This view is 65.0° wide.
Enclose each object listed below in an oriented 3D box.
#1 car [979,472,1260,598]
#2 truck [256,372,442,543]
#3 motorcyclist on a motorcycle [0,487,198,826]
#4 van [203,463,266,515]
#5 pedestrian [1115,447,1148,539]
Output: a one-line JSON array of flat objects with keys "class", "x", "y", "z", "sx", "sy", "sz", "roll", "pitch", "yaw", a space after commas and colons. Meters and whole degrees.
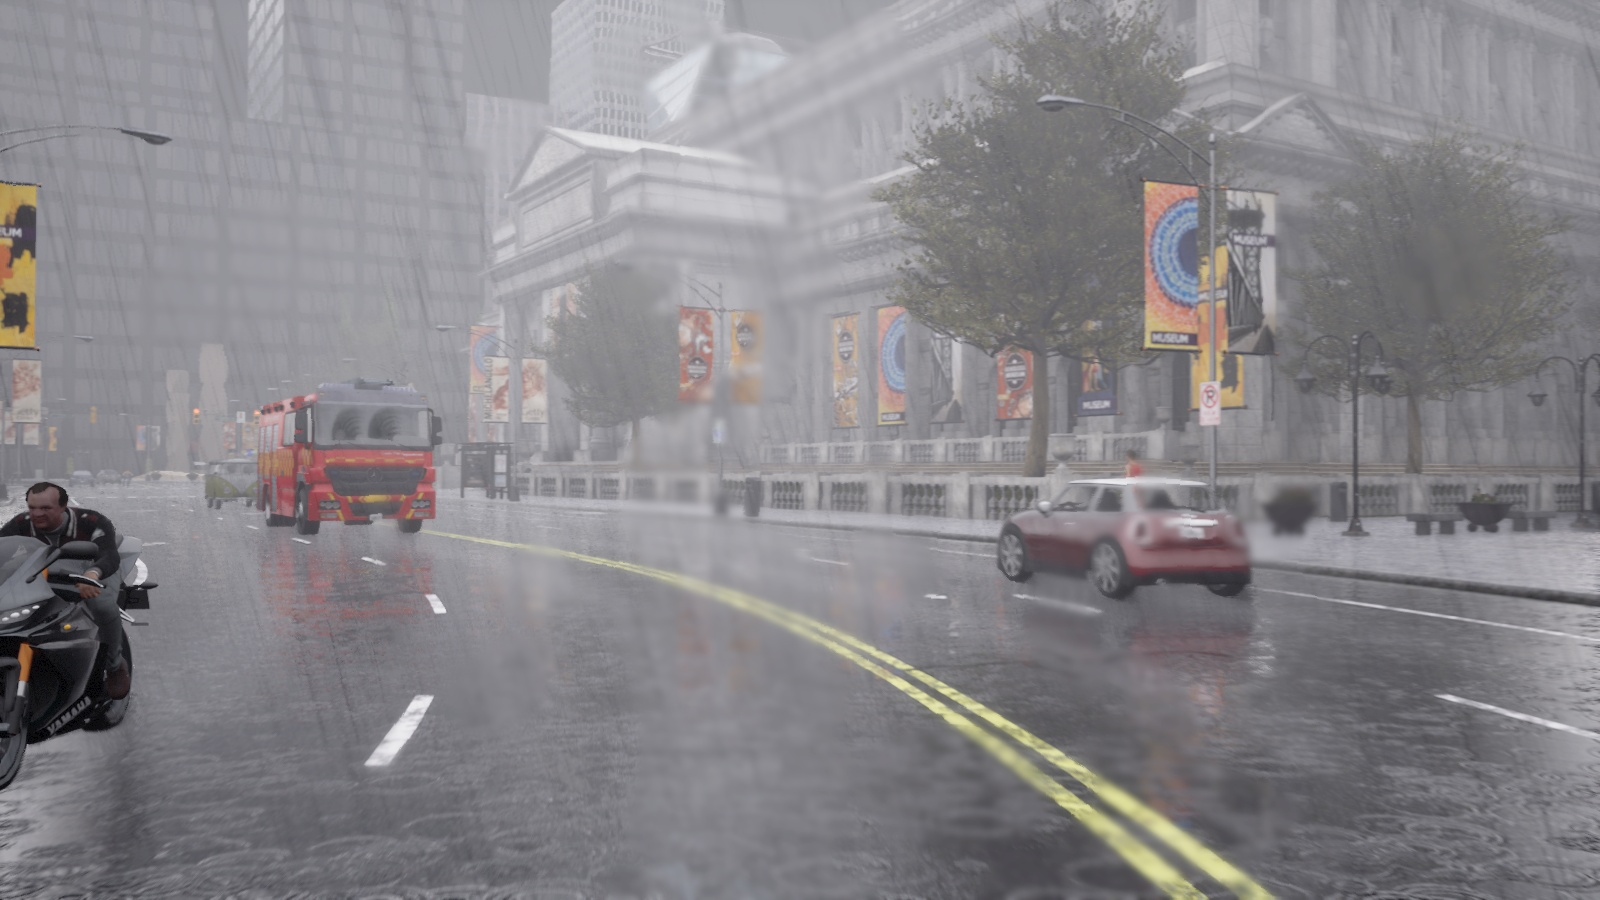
[{"class": "car", "x": 4.152, "y": 1.045, "z": 16.993, "sx": 1.970, "sy": 1.475, "sz": 3.806, "roll": 0, "pitch": -1, "yaw": -17}, {"class": "truck", "x": -11.867, "y": 0.251, "z": 32.480, "sx": 2.891, "sy": 3.827, "sz": 8.468, "roll": 0, "pitch": -1, "yaw": -31}, {"class": "motorcyclist on a motorcycle", "x": -4.059, "y": 0.984, "z": 6.834, "sx": 0.866, "sy": 1.530, "sz": 2.191, "roll": 0, "pitch": -1, "yaw": -10}, {"class": "van", "x": -22.670, "y": 1.518, "z": 50.241, "sx": 1.775, "sy": 1.987, "sz": 4.442, "roll": 0, "pitch": -1, "yaw": -31}, {"class": "pedestrian", "x": 6.709, "y": 0.865, "z": 25.433, "sx": 0.345, "sy": 1.836, "sz": 0.594, "roll": 0, "pitch": -1, "yaw": -19}]
